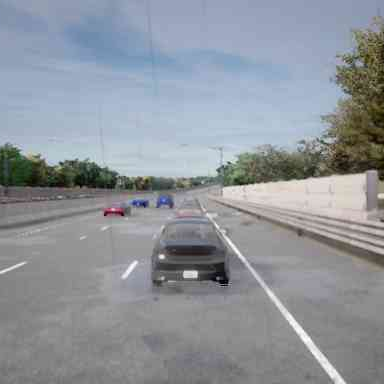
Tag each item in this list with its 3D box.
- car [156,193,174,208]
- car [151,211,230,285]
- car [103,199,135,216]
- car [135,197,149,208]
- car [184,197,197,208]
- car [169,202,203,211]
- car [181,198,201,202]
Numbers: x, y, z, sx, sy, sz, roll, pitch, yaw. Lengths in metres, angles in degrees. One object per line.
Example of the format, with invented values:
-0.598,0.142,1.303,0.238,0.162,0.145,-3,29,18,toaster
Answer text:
-3.695,1.176,46.474,2.150,2.045,5.566,0,0,0,car
-0.044,1.495,9.438,1.837,1.490,4.892,0,0,0,car
-7.088,1.531,31.823,1.994,1.385,4.181,0,0,-1,car
-7.199,1.430,47.048,1.882,1.535,5.008,0,0,0,car
-0.203,1.478,47.816,1.812,1.442,4.674,0,0,-1,car
-0.108,1.507,18.397,1.812,1.442,4.674,0,0,0,car
-0.160,1.477,27.361,1.837,1.490,4.892,0,0,0,car
